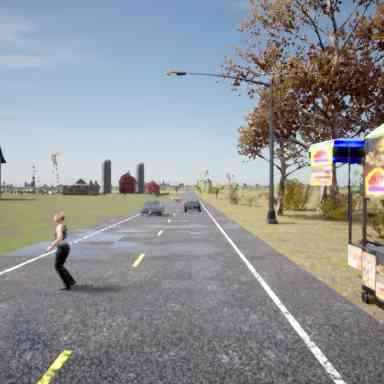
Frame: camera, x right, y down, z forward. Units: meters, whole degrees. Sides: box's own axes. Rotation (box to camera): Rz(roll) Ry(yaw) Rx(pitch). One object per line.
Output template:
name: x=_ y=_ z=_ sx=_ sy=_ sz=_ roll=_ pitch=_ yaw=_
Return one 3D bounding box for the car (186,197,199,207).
car: x=0.084 y=1.497 z=50.292 sx=1.812 sy=1.442 sz=4.674 roll=0 pitch=0 yaw=-1

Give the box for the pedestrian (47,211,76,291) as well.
pedestrian: x=-2.958 y=1.291 z=7.572 sx=0.375 sy=1.860 sz=0.375 roll=-1 pitch=1 yaw=-3

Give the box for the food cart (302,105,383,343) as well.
food cart: x=4.019 y=0.463 z=6.283 sx=2.280 sy=3.560 sz=4.660 roll=1 pitch=1 yaw=0

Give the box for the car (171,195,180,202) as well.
car: x=-3.497 y=1.403 z=71.173 sx=1.882 sy=1.535 sz=5.008 roll=0 pitch=0 yaw=0

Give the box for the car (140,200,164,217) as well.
car: x=-3.598 y=1.490 z=30.636 sx=1.837 sy=1.490 sz=4.892 roll=0 pitch=0 yaw=0

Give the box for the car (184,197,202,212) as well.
car: x=0.092 y=1.467 z=38.710 sx=2.128 sy=1.511 sz=4.902 roll=0 pitch=0 yaw=1
